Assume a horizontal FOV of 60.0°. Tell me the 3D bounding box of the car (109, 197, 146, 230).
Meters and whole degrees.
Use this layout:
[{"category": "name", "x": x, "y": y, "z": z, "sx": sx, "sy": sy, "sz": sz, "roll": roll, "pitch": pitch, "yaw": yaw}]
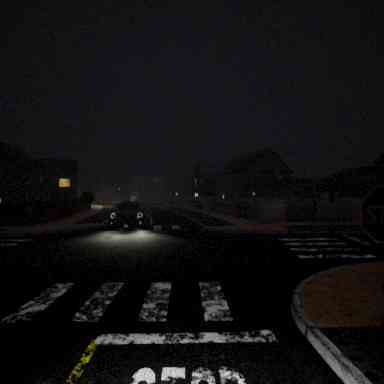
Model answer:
[{"category": "car", "x": -4.075, "y": 1.383, "z": 21.504, "sx": 2.097, "sy": 1.767, "sz": 4.553, "roll": 0, "pitch": 0, "yaw": -7}]
